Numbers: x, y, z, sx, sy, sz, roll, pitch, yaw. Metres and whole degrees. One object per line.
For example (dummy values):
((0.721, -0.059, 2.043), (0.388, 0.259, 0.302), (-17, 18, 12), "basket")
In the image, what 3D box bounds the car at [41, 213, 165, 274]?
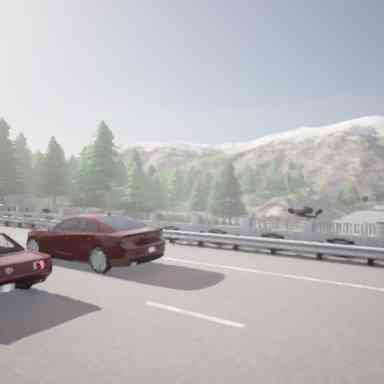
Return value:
((-3.132, 1.401, 10.323), (5.008, 1.535, 1.882), (0, 0, 34), "car")

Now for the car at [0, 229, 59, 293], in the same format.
((-5.371, 1.560, 7.613), (4.718, 1.301, 1.895), (0, 0, 34), "car")
